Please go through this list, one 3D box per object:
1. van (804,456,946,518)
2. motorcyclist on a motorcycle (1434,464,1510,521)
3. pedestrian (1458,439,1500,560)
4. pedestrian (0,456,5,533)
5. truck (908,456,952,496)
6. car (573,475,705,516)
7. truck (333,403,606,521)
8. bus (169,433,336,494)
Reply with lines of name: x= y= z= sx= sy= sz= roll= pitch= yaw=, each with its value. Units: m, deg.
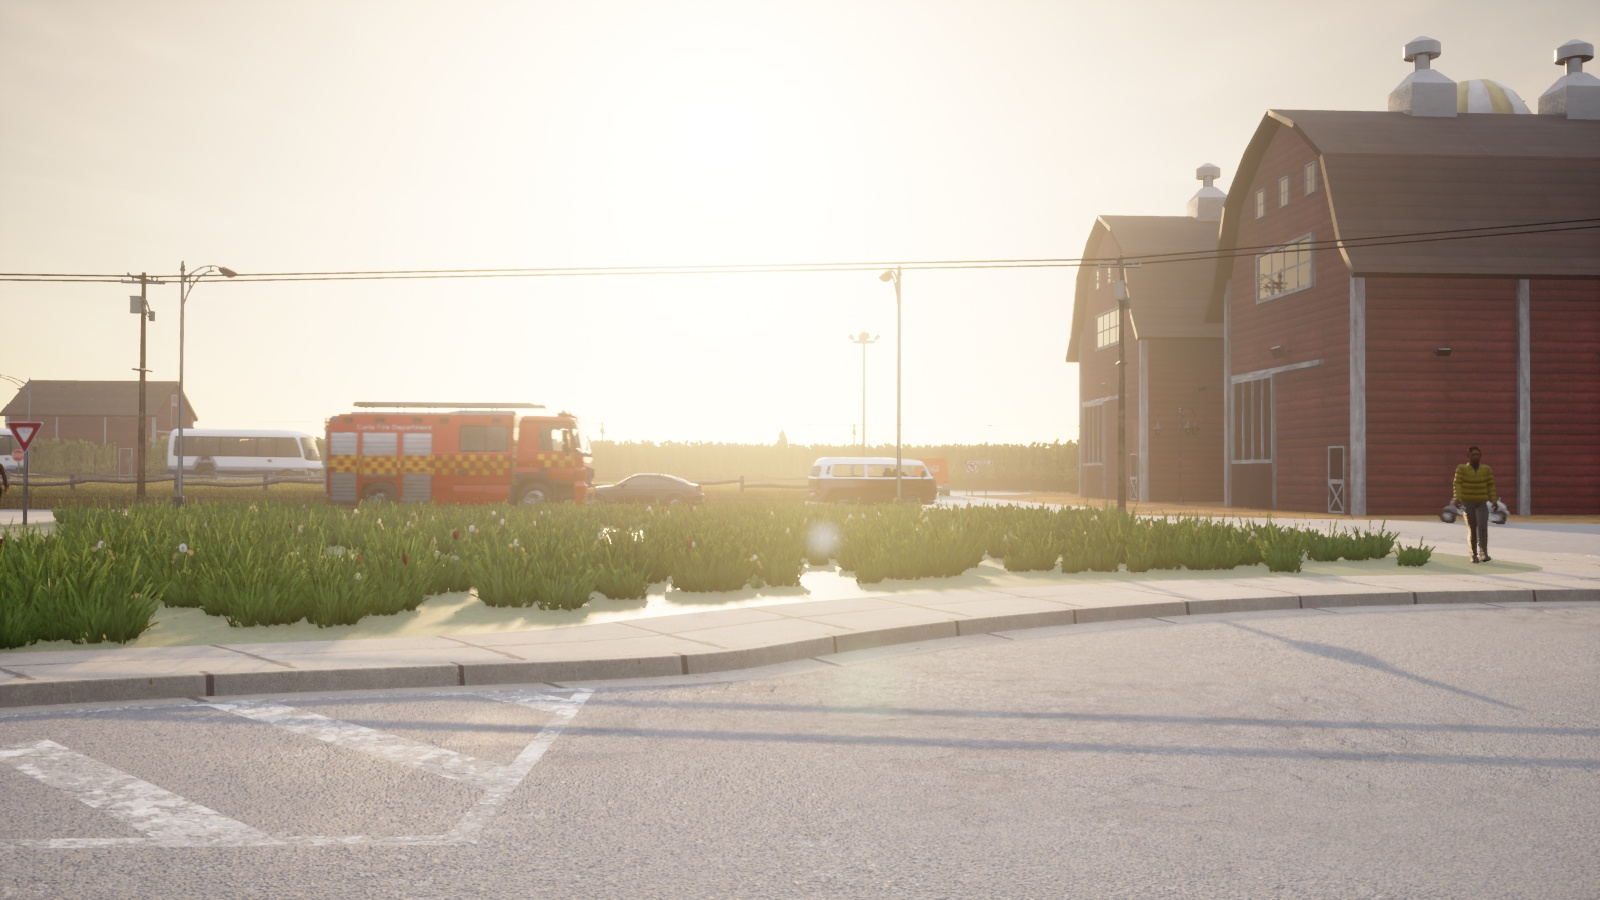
van: x=2.580 y=1.250 z=43.661 sx=4.480 sy=2.038 sz=2.069 roll=0 pitch=0 yaw=-17
motorcyclist on a motorcycle: x=19.630 y=1.231 z=36.678 sx=1.817 sy=1.590 sz=0.866 roll=-1 pitch=-1 yaw=37
pedestrian: x=10.503 y=0.754 z=19.441 sx=0.431 sy=1.840 sz=0.709 roll=-1 pitch=-1 yaw=18
pedestrian: x=-19.000 y=1.042 z=29.640 sx=0.328 sy=1.805 sz=0.869 roll=0 pitch=-1 yaw=-35
truck: x=8.412 y=1.658 z=81.497 sx=2.627 sy=2.467 sz=5.204 roll=-1 pitch=-1 yaw=4
car: x=-5.826 y=1.633 z=45.928 sx=4.674 sy=1.442 sz=1.812 roll=0 pitch=-1 yaw=-3
truck: x=-10.945 y=0.401 z=42.232 sx=8.468 sy=3.827 sz=2.891 roll=0 pitch=-1 yaw=-3
bus: x=-39.288 y=0.975 z=90.494 sx=10.273 sy=4.253 sz=3.944 roll=0 pitch=-1 yaw=-2
